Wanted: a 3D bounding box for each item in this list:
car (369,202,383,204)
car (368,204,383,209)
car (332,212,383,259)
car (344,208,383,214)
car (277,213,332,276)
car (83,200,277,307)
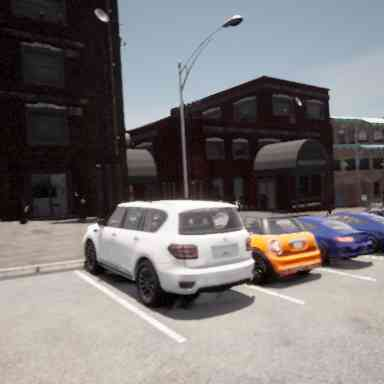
[{"bbox_3d":[11.036,1.332,16.908,2.185,1.767,4.553,0,0,-35],"label":"car"},{"bbox_3d":[8.645,1.490,15.201,2.163,1.488,4.792,0,0,-35],"label":"car"},{"bbox_3d":[3.776,1.508,11.691,2.002,1.452,4.674,0,0,-35],"label":"car"},{"bbox_3d":[6.270,1.504,13.468,2.002,1.452,4.674,0,0,-35],"label":"car"},{"bbox_3d":[1.400,1.346,9.961,2.185,1.767,4.553,0,0,-35],"label":"car"},{"bbox_3d":[-0.925,1.224,8.377,2.435,2.045,5.566,0,0,-35],"label":"car"}]
